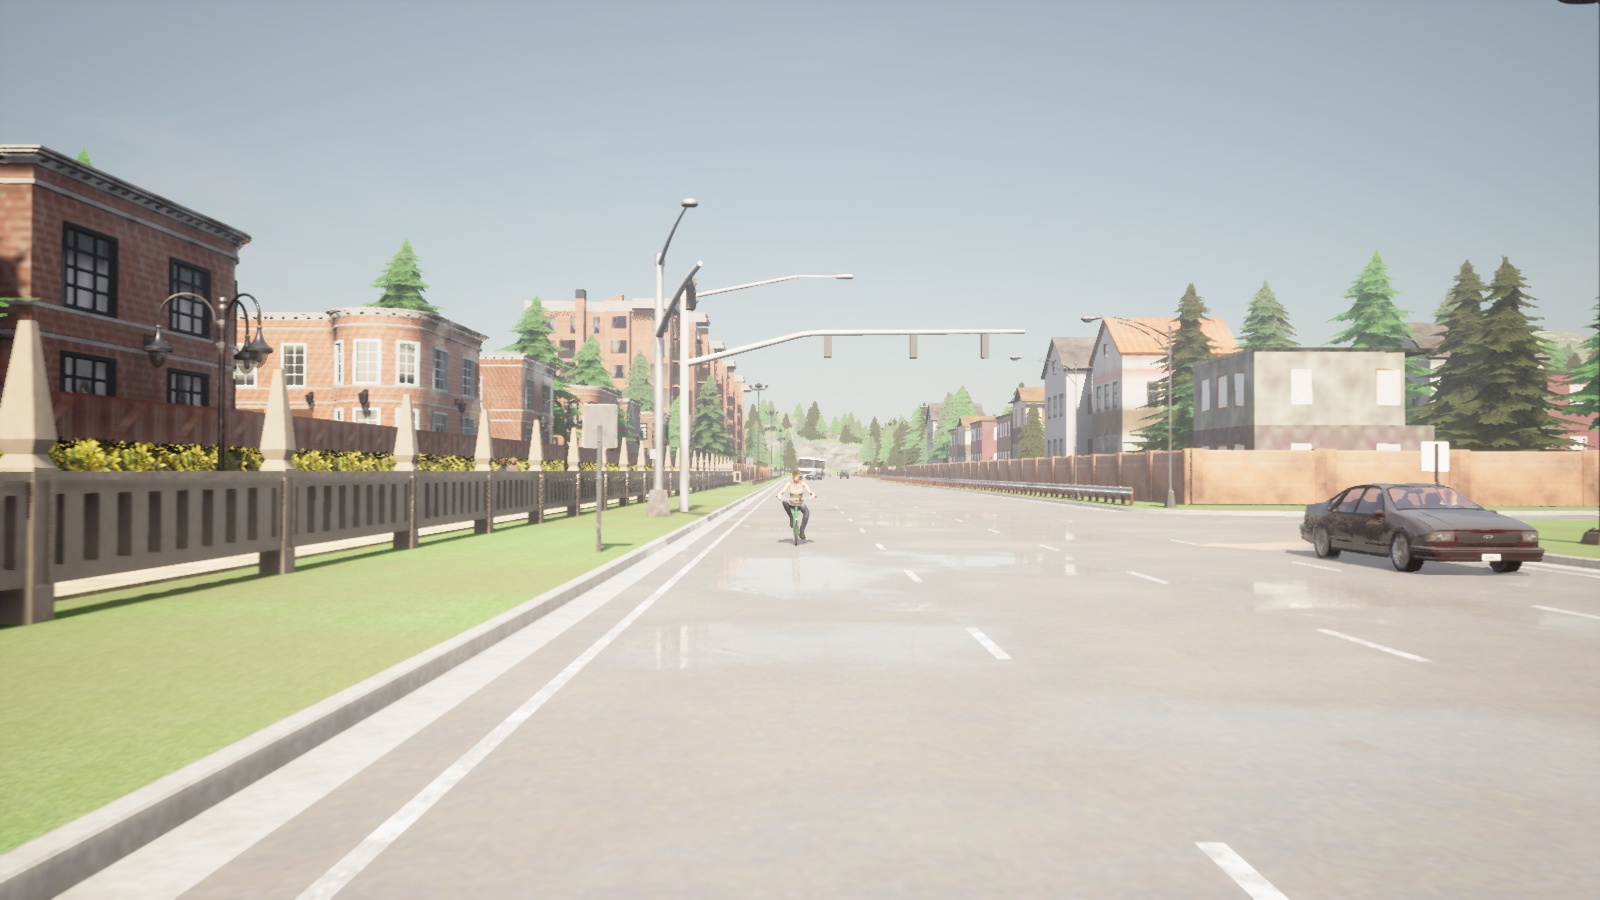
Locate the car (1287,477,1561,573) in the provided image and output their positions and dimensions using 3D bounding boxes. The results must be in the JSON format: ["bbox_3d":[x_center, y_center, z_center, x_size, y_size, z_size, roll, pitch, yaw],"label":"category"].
[{"bbox_3d":[10.448,1.188,21.626,2.033,1.411,5.357,0,-1,0],"label":"car"}]

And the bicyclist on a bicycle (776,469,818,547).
[{"bbox_3d":[-0.068,1.207,26.838,0.866,1.612,1.509,0,-1,0],"label":"bicyclist on a bicycle"}]
